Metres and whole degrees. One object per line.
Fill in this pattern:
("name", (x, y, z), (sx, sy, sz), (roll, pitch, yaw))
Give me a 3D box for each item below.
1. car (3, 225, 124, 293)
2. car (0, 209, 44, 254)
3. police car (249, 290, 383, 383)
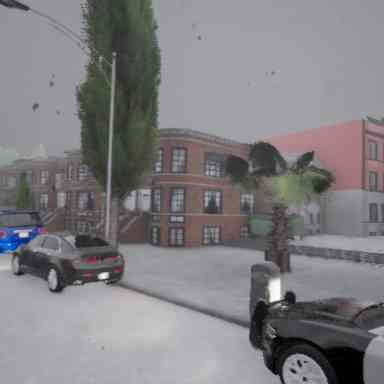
("car", (-4.020, 1.990, 10.395), (4.892, 1.490, 1.837), (-2, -4, 45))
("car", (-8.342, 1.779, 14.609), (5.566, 2.045, 2.150), (-2, -1, 45))
("police car", (3.014, 1.709, 3.448), (5.238, 1.638, 1.930), (-2, -4, 45))
